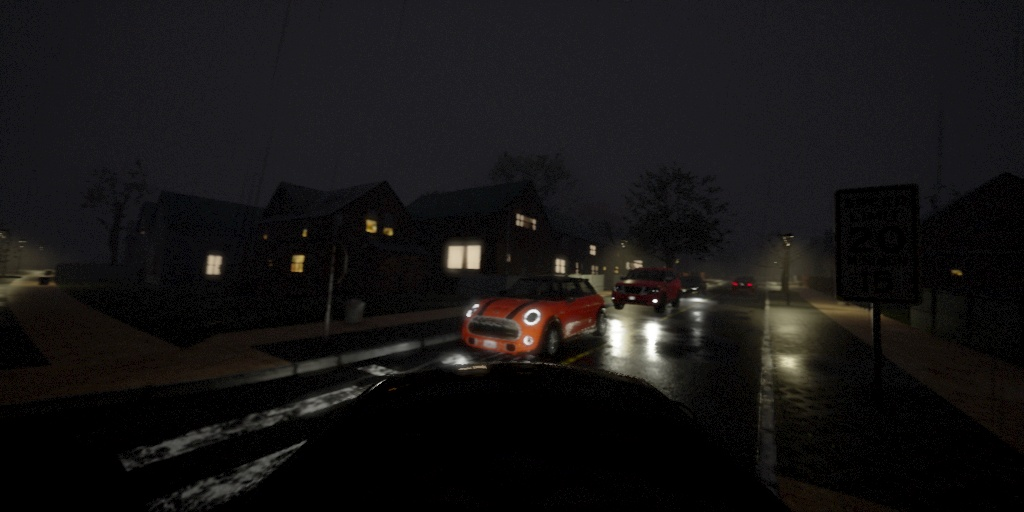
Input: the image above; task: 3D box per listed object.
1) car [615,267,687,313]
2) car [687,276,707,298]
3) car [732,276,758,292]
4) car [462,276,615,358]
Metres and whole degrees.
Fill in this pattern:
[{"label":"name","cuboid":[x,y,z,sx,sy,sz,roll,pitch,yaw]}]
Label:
[{"label":"car","cuboid":[6.864,1.583,17.895,2.150,2.045,5.566,0,-2,36]},{"label":"car","cuboid":[13.585,2.303,27.322,1.837,1.490,4.892,0,-2,36]},{"label":"car","cuboid":[23.037,2.803,35.593,2.033,1.411,5.357,0,-2,36]},{"label":"car","cuboid":[0.805,1.315,9.295,2.097,1.767,4.553,0,-2,34]}]
